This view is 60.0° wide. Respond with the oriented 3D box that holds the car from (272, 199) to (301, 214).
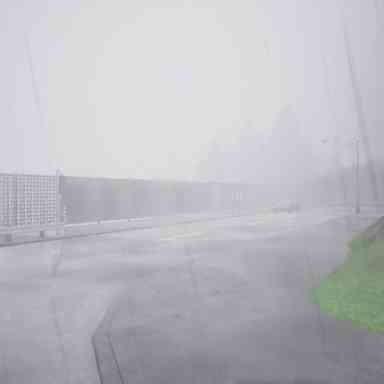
[{"bbox_3d":[10.017,1.525,35.077,1.812,1.442,4.674,0,0,36],"label":"car"}]
